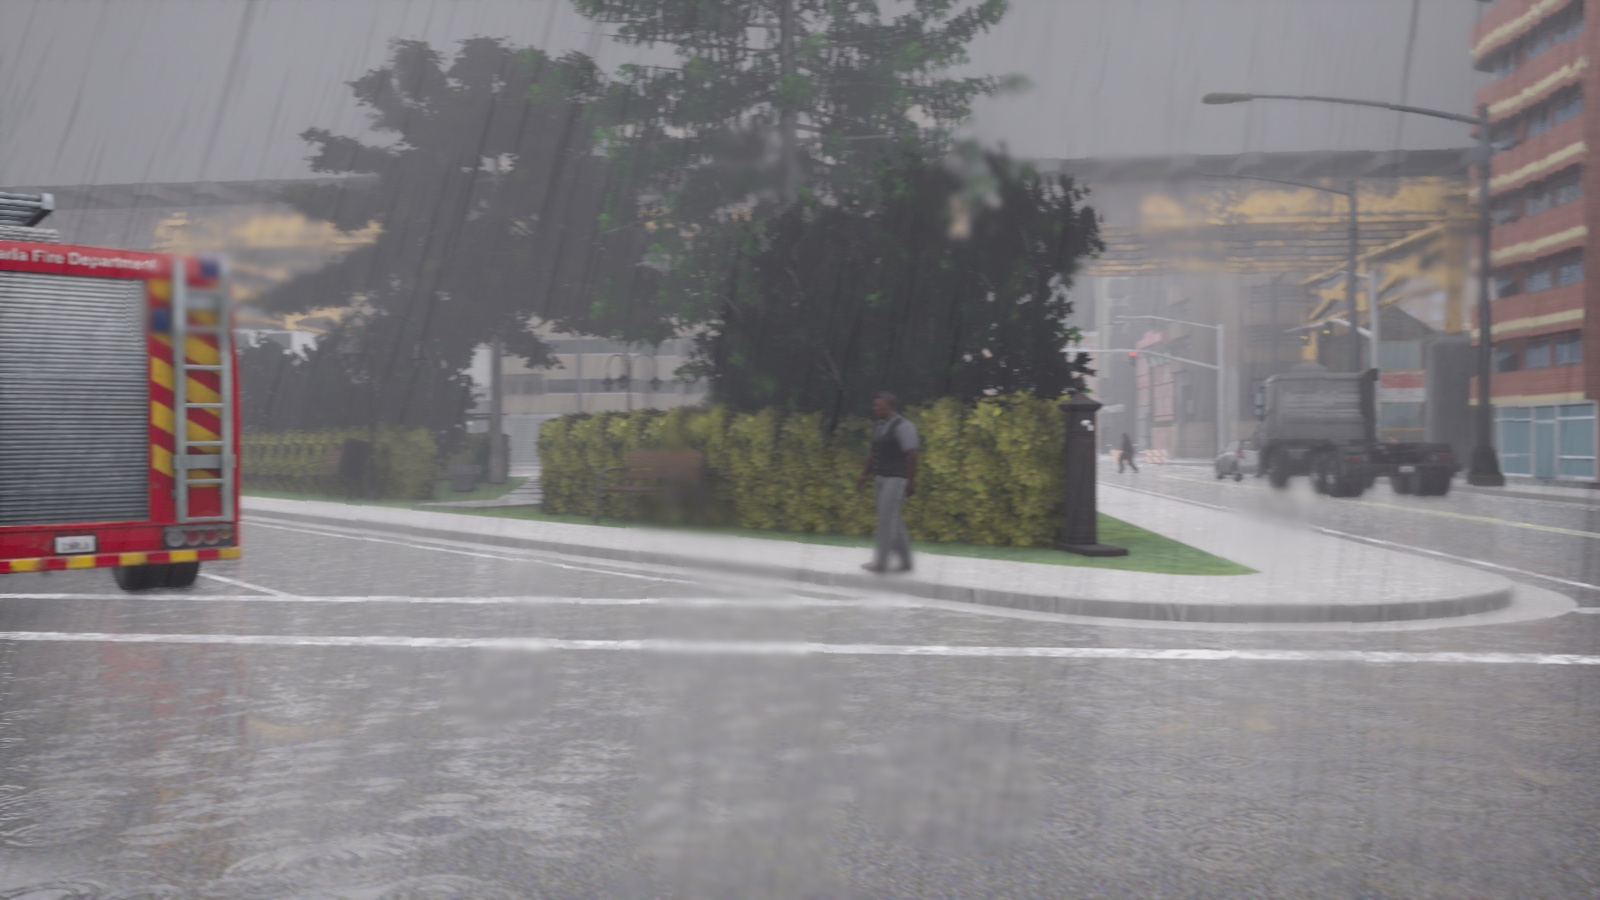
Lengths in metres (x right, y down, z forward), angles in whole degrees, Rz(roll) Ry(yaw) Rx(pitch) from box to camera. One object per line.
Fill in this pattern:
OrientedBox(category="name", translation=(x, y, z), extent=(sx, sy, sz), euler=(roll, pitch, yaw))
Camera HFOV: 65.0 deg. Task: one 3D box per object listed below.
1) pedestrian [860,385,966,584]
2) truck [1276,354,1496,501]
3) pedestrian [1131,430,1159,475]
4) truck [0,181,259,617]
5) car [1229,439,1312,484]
OrientedBox(category="pedestrian", translation=(1.099, 0.320, 12.280), extent=(0.849, 1.883, 0.563), euler=(-1, 0, -26))
OrientedBox(category="truck", translation=(15.390, -0.546, 33.728), extent=(2.891, 3.462, 7.936), euler=(0, 0, 6))
OrientedBox(category="pedestrian", translation=(14.376, 0.093, 52.360), extent=(0.899, 1.844, 0.634), euler=(0, 0, -14))
OrientedBox(category="truck", translation=(-9.131, -0.450, 14.772), extent=(2.891, 3.827, 8.468), euler=(-1, 0, -39))
OrientedBox(category="car", translation=(16.434, 0.380, 44.029), extent=(1.845, 1.501, 3.633), euler=(0, 0, 6))
